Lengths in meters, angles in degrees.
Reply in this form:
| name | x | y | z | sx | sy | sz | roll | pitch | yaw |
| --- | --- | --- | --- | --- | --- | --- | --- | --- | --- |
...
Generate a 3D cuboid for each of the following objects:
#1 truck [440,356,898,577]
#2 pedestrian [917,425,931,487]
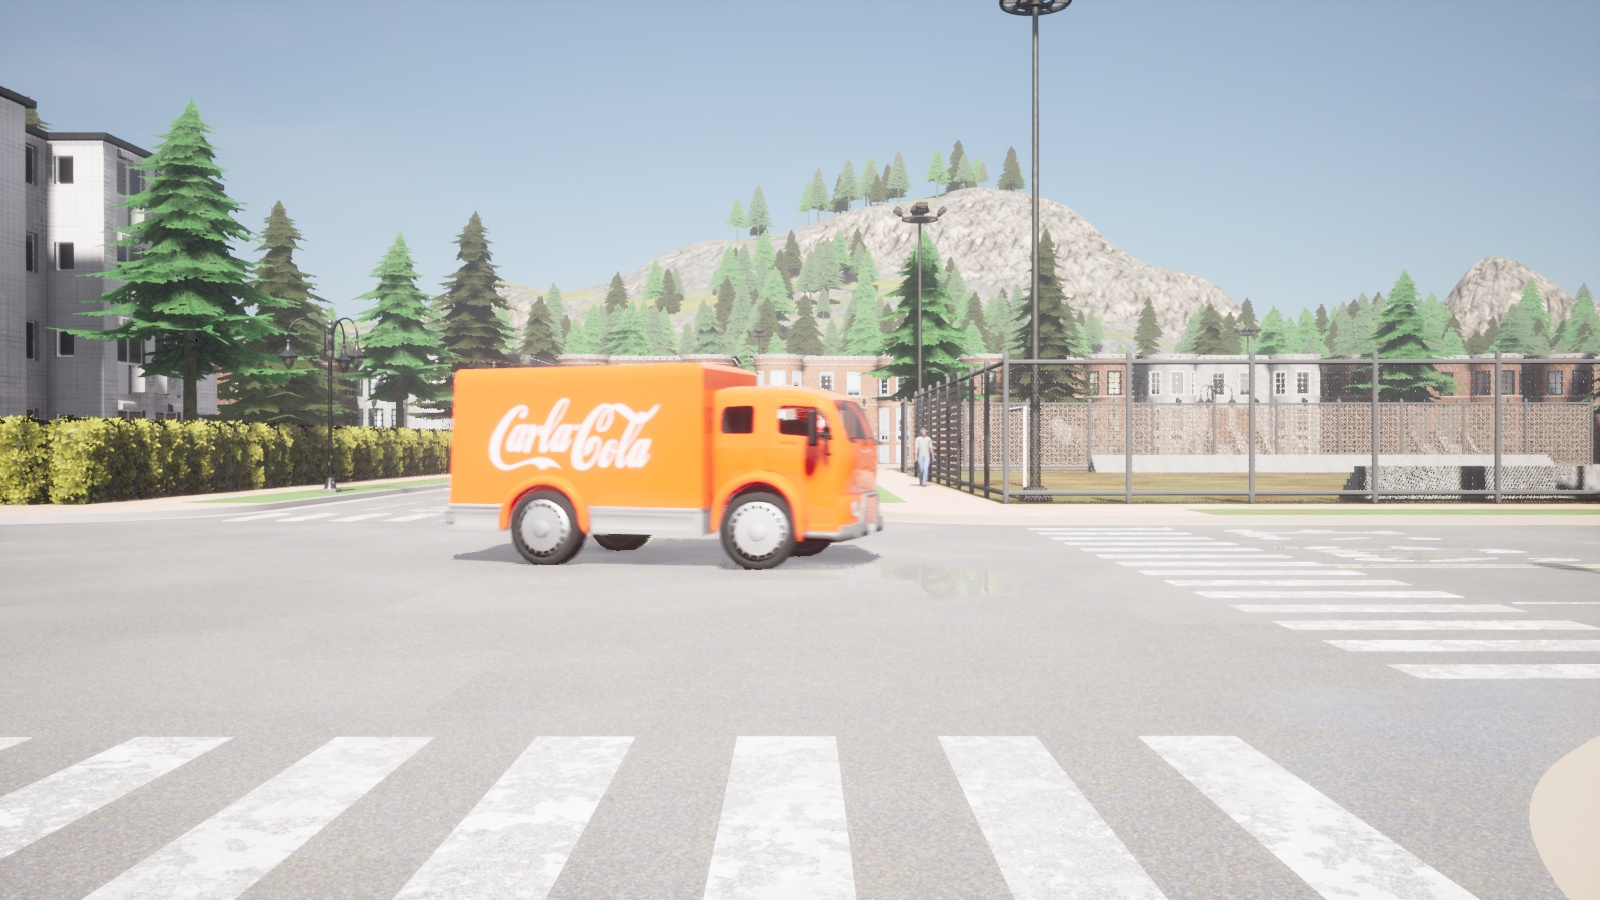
| name | x | y | z | sx | sy | sz | roll | pitch | yaw |
| --- | --- | --- | --- | --- | --- | --- | --- | --- | --- |
| truck | -1.577 | 0.167 | 16.049 | 5.204 | 2.467 | 2.627 | 0 | 1 | 16 |
| pedestrian | 3.713 | 0.186 | 37.559 | 0.354 | 1.836 | 0.706 | 0 | 0 | 0 |
